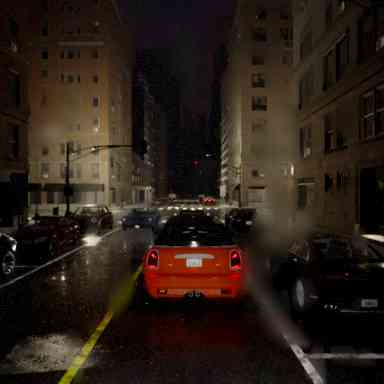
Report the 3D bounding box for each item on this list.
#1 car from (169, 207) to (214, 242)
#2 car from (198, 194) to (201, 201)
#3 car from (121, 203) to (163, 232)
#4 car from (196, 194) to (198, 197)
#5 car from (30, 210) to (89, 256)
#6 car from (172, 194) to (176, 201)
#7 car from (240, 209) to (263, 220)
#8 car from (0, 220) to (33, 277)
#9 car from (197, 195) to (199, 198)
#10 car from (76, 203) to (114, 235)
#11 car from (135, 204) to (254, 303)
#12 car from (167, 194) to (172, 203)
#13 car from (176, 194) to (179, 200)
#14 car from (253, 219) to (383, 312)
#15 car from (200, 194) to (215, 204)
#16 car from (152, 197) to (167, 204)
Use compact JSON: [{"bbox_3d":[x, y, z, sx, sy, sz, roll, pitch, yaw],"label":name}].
[{"bbox_3d":[-0.012,1.562,17.034,1.994,1.385,4.181,0,0,0],"label":"car"},{"bbox_3d":[2.846,1.597,66.429,2.008,1.369,4.403,0,0,0],"label":"car"},{"bbox_3d":[-3.020,1.599,20.492,1.895,1.301,4.718,0,0,0],"label":"car"},{"bbox_3d":[2.863,1.548,88.065,1.967,1.590,4.097,0,0,0],"label":"car"},{"bbox_3d":[-5.682,1.580,13.011,1.802,1.307,4.206,0,0,0],"label":"car"},{"bbox_3d":[-5.666,1.613,82.488,1.752,1.417,4.829,0,0,0],"label":"car"},{"bbox_3d":[2.839,1.564,18.521,1.947,1.339,4.313,0,0,0],"label":"car"},{"bbox_3d":[-5.676,1.564,7.510,1.947,1.339,4.313,0,0,0],"label":"car"},{"bbox_3d":[2.854,1.513,77.247,1.967,1.590,4.097,0,0,0],"label":"car"},{"bbox_3d":[-5.687,1.438,18.513,1.967,1.590,4.097,0,0,0],"label":"car"},{"bbox_3d":[0.055,1.351,8.380,2.097,1.767,4.553,0,0,0],"label":"car"},{"bbox_3d":[-5.679,1.597,66.433,2.008,1.369,4.403,0,0,0],"label":"car"},{"bbox_3d":[-5.658,1.443,93.476,2.192,1.841,5.009,0,0,0],"label":"car"},{"bbox_3d":[2.849,1.549,7.518,2.008,1.369,4.403,0,0,0],"label":"car"},{"bbox_3d":[2.836,1.468,55.611,1.967,1.590,4.097,0,0,0],"label":"car"},{"bbox_3d":[-5.688,1.609,55.616,1.802,1.307,4.206,0,0,0],"label":"car"}]
